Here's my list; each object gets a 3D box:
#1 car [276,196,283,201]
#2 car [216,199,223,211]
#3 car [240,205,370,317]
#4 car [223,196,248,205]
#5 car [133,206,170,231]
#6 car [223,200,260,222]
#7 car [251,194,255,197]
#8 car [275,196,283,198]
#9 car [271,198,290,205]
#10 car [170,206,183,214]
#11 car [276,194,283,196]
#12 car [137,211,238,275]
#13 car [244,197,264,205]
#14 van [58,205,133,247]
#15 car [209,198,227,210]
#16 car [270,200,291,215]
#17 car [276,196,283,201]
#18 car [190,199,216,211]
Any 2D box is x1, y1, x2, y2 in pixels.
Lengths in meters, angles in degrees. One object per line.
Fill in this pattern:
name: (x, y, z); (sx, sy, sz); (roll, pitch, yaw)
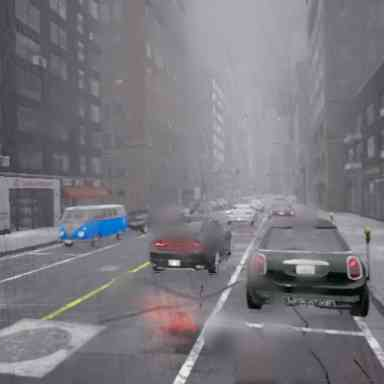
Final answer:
car: (22.812, 1.691, 86.731); (1.752, 1.417, 4.829); (-1, -1, 15)
car: (2.391, 1.796, 42.269); (1.802, 1.307, 4.206); (-1, 0, 15)
car: (2.484, 1.354, 7.770); (2.097, 1.767, 4.553); (-1, 0, 15)
car: (6.037, 1.663, 45.769); (2.128, 1.511, 4.902); (-1, -1, 15)
car: (-3.150, 1.749, 20.973); (1.947, 1.339, 4.313); (-1, 0, 15)
car: (3.777, 1.605, 24.682); (1.812, 1.442, 4.674); (-1, 0, 15)
car: (15.896, 1.898, 93.955); (2.008, 1.369, 4.403); (-1, -1, 15)
car: (12.026, 1.625, 45.447); (1.947, 1.339, 4.313); (-1, 0, 15)
car: (6.482, 1.467, 24.152); (1.967, 1.590, 4.097); (-1, 0, 15)
car: (-1.764, 1.772, 26.297); (1.802, 1.307, 4.206); (-1, 0, 15)
car: (21.396, 1.588, 81.334); (1.967, 1.590, 4.097); (-1, -1, 15)
car: (0.159, 1.565, 10.791); (1.837, 1.490, 4.892); (-1, -1, 15)
car: (7.543, 1.629, 39.514); (1.812, 1.442, 4.674); (-1, 0, 15)
van: (-4.540, 1.517, 15.650); (1.690, 1.788, 3.998); (-1, 0, 15)
car: (3.774, 1.663, 47.594); (1.967, 1.590, 4.097); (-1, 0, 15)
car: (9.255, 1.593, 34.799); (2.008, 1.369, 4.403); (-1, 0, 15)
car: (24.142, 1.734, 91.798); (2.008, 1.369, 4.403); (-1, -1, 15)
car: (1.006, 1.772, 36.945); (1.947, 1.339, 4.313); (-1, 0, 15)
